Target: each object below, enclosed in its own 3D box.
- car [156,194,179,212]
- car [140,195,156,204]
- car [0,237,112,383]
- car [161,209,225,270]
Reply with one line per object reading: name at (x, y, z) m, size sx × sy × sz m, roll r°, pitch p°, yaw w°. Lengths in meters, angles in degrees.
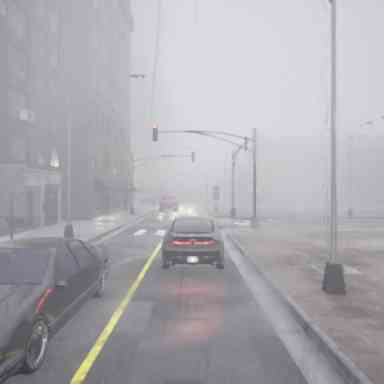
car at (-2.893, 1.396, 42.148) m, size 2.150 × 2.045 × 5.566 m, roll 0°, pitch 0°, yaw 1°
car at (-8.531, 1.575, 72.870) m, size 5.566 × 2.045 × 2.150 m, roll 0°, pitch 0°, yaw 9°
car at (-2.836, 1.571, 5.868) m, size 2.033 × 1.411 × 5.357 m, roll 0°, pitch 0°, yaw 0°
car at (0.039, 1.549, 11.215) m, size 1.837 × 1.490 × 4.892 m, roll 0°, pitch 0°, yaw 1°
